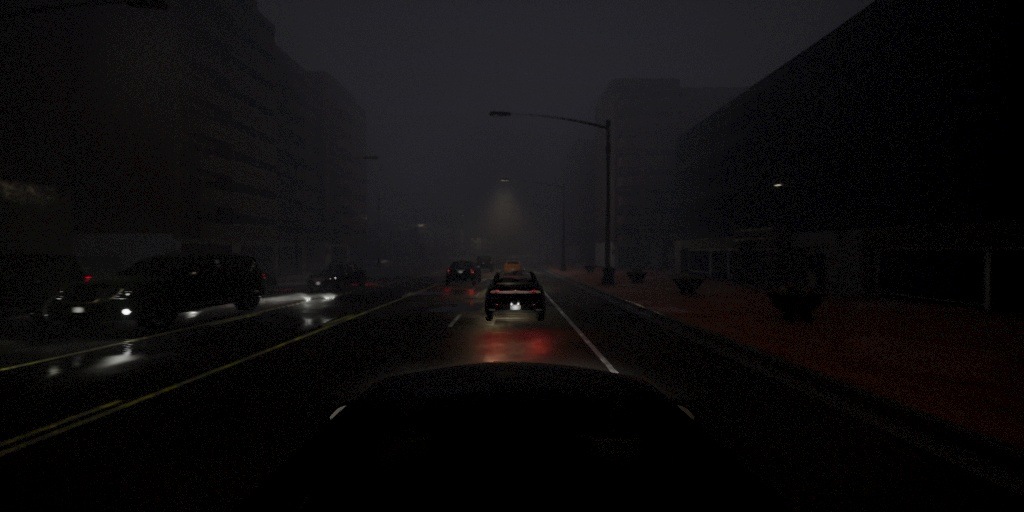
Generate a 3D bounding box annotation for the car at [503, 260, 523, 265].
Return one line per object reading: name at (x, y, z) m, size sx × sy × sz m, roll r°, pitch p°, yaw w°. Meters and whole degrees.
car at (0.109, 1.189, 38.442) m, size 1.882 × 1.535 × 5.008 m, roll 0°, pitch 0°, yaw 0°

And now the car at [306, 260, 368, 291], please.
car at (-10.511, 1.221, 21.908) m, size 2.128 × 1.511 × 4.902 m, roll 0°, pitch 0°, yaw 0°

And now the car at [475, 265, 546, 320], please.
car at (0.102, 1.232, 12.538) m, size 2.128 × 1.511 × 4.902 m, roll 0°, pitch 0°, yaw 0°

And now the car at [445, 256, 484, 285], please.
car at (-3.406, 1.079, 25.773) m, size 2.097 × 1.767 × 4.553 m, roll 0°, pitch 0°, yaw 0°

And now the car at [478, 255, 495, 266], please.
car at (-3.394, 0.884, 45.220) m, size 2.150 × 2.045 × 5.566 m, roll 0°, pitch 1°, yaw 0°

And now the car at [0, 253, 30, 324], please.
car at (-14.031, 0.958, 8.731) m, size 2.150 × 2.045 × 5.566 m, roll 0°, pitch 1°, yaw 0°

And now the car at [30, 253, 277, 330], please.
car at (-10.503, 0.963, 11.453) m, size 2.150 × 2.045 × 5.566 m, roll 0°, pitch 0°, yaw 0°
